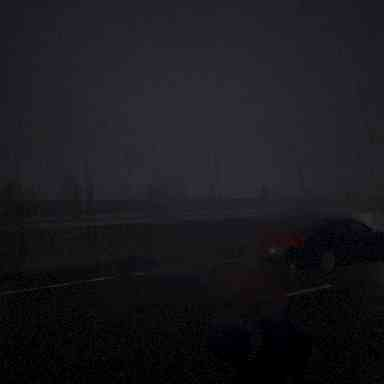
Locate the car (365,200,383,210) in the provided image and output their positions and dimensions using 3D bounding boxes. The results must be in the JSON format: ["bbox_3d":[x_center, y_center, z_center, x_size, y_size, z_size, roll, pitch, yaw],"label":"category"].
[{"bbox_3d":[18.939,1.478,31.826,5.008,1.535,1.882,0,0,-16],"label":"car"}]

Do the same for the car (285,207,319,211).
[{"bbox_3d":[6.286,1.564,19.406,4.181,1.385,1.994,0,0,-25],"label":"car"}]

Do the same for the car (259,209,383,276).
[{"bbox_3d":[4.384,1.477,10.337,5.008,1.535,1.882,0,0,-30],"label":"car"}]
